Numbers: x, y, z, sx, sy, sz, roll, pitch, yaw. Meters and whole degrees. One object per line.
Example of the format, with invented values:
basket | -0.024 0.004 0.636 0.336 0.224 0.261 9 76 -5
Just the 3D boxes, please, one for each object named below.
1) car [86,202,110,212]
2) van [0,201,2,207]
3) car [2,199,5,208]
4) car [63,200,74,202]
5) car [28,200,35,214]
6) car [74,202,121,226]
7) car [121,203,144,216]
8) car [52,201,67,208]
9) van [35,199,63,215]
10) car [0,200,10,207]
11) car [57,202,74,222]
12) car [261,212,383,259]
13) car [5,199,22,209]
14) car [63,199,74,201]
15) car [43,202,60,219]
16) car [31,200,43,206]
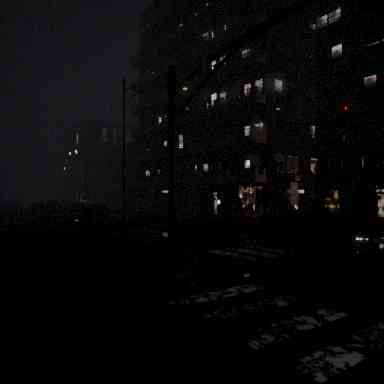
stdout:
car | -13.752 2.192 48.604 1.947 1.339 4.313 -1 0 -35
van | -39.610 2.411 71.313 1.690 1.788 3.998 -1 0 -35
car | -36.401 2.542 66.813 1.887 1.381 4.507 -1 0 -35
car | -13.097 2.004 38.541 1.837 1.490 4.892 0 -1 -35
car | -20.374 2.073 44.314 1.967 1.590 4.097 -1 0 -35
car | -7.551 1.777 26.316 1.967 1.590 4.097 -1 0 -35
car | -7.444 2.006 39.749 1.752 1.417 4.829 -1 0 -35
car | -26.567 2.462 66.591 1.887 1.381 4.507 -1 0 -35
van | -17.170 1.900 39.815 1.690 1.788 3.998 -1 0 -35
car | -42.714 2.666 75.674 1.752 1.417 4.829 -1 0 -35
car | -10.656 1.934 30.677 1.752 1.417 4.829 -1 0 -35
car | 4.958 1.588 13.199 2.128 1.511 4.902 0 -1 -35
car | -33.197 2.365 62.313 1.967 1.590 4.097 -1 0 -35
car | -23.368 2.160 62.094 2.192 1.841 5.009 -1 0 -35
car | -13.960 2.036 35.314 2.008 1.369 4.403 -1 0 -35
car | -39.382 2.773 84.578 1.947 1.339 4.313 -1 0 -35
